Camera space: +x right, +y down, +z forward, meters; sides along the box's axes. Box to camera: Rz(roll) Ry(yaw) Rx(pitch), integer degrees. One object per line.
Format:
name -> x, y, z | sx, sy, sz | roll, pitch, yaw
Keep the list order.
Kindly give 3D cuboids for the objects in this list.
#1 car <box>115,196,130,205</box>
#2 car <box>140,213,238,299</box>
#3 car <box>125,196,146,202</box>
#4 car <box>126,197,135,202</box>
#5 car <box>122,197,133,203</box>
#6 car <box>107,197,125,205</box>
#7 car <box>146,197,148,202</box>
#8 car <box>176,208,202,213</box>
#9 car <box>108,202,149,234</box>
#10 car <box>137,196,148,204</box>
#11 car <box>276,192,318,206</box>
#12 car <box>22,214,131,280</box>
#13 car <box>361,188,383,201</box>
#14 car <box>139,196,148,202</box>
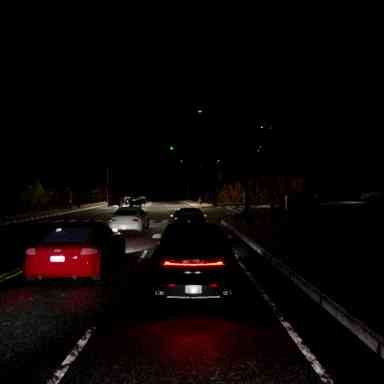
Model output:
car -> -12.921, 1.615, 61.965 | 2.128, 1.511, 4.902 | 0, 0, -5
car -> 0.014, 1.509, 8.428 | 1.837, 1.490, 4.892 | 0, 0, 0
car -> -8.805, 1.578, 52.211 | 2.128, 1.511, 4.902 | 0, 0, -5
car -> -15.161, 1.806, 81.937 | 1.895, 1.301, 4.718 | 0, 0, -7
car -> -13.893, 1.714, 71.692 | 1.994, 1.385, 4.181 | 0, 0, -7
car -> -12.121, 1.615, 52.876 | 1.812, 1.442, 4.674 | 0, 0, -5
car -> -9.581, 1.684, 61.064 | 1.994, 1.385, 4.181 | 0, 0, -5
car -> -0.177, 1.561, 17.836 | 2.033, 1.411, 5.357 | 0, 0, -2
car -> -3.477, 1.540, 18.707 | 1.812, 1.442, 4.674 | 0, 0, -3
car -> -10.548, 1.684, 71.037 | 2.128, 1.511, 4.902 | 0, 0, -6
car -> 12.067, 0.745, 38.303 | 4.674, 1.442, 1.812 | -3, 0, -2
car -> -3.258, 1.570, 9.960 | 1.994, 1.385, 4.181 | 0, 0, -1
car -> 22.137, 0.286, 38.759 | 4.674, 1.442, 1.812 | -3, 0, -3
car -> -11.786, 1.731, 81.177 | 2.128, 1.511, 4.902 | 0, 0, -7
